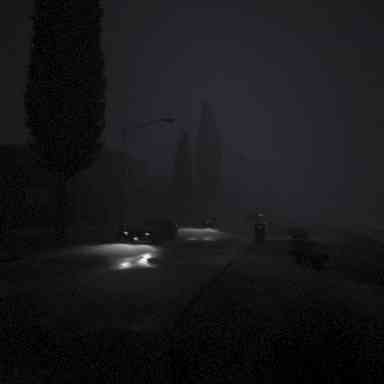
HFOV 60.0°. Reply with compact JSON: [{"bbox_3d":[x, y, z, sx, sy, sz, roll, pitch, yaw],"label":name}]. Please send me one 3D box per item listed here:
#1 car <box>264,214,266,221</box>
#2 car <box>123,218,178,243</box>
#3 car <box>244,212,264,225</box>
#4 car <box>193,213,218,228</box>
[{"bbox_3d":[10.561,3.811,52.256,2.128,1.511,4.902,0,-2,16],"label":"car"},{"bbox_3d":[-2.478,2.394,21.515,2.033,1.411,5.357,0,-2,16],"label":"car"},{"bbox_3d":[7.743,3.368,42.221,1.837,1.490,4.892,0,-2,16],"label":"car"},{"bbox_3d":[1.507,2.958,35.431,1.882,1.535,5.008,0,-2,16],"label":"car"}]
